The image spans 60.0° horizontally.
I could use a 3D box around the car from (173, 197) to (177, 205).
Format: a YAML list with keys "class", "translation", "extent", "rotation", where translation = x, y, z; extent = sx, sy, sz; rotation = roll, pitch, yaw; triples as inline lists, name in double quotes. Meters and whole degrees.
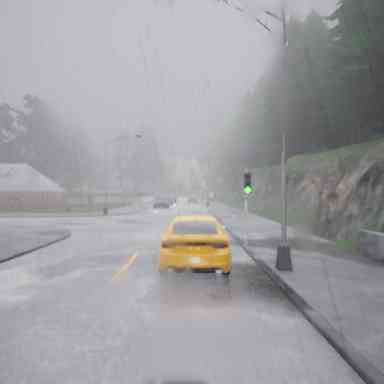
- class: "car"
  translation: [-4.065, 1.571, 54.773]
  extent: [1.994, 1.385, 4.181]
  rotation: [0, 0, 0]

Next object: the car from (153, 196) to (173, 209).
- class: "car"
  translation: [-4.085, 1.358, 45.455]
  extent: [2.097, 1.767, 4.553]
  rotation: [0, 0, 0]

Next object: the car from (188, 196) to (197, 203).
- class: "car"
  translation: [0.114, 1.556, 68.184]
  extent: [2.033, 1.411, 5.357]
  rotation: [0, 0, 0]

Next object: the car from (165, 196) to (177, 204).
- class: "car"
  translation: [-3.991, 1.572, 64.783]
  extent: [1.994, 1.385, 4.181]
  rotation: [0, 0, 0]

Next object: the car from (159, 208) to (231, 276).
- class: "car"
  translation: [0.085, 1.479, 10.418]
  extent: [1.882, 1.535, 5.008]
  rotation: [0, 0, 0]
